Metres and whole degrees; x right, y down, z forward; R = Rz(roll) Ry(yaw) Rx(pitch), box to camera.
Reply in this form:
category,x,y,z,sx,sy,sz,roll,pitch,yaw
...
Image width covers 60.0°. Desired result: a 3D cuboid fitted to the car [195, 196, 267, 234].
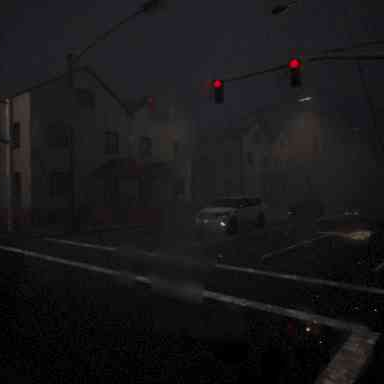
category,x,y,z,sx,sy,sz,roll,pitch,yaw
car,2.522,1.267,20.121,2.150,2.045,5.566,-1,0,39

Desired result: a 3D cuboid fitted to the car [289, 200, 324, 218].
category,x,y,z,sx,sy,sz,roll,pitch,yaw
car,10.215,1.463,29.497,1.837,1.490,4.892,-1,0,39

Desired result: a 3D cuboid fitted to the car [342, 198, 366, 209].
category,x,y,z,sx,sy,sz,roll,pitch,yaw
car,20.480,1.405,41.965,1.994,1.385,4.181,-1,0,40
